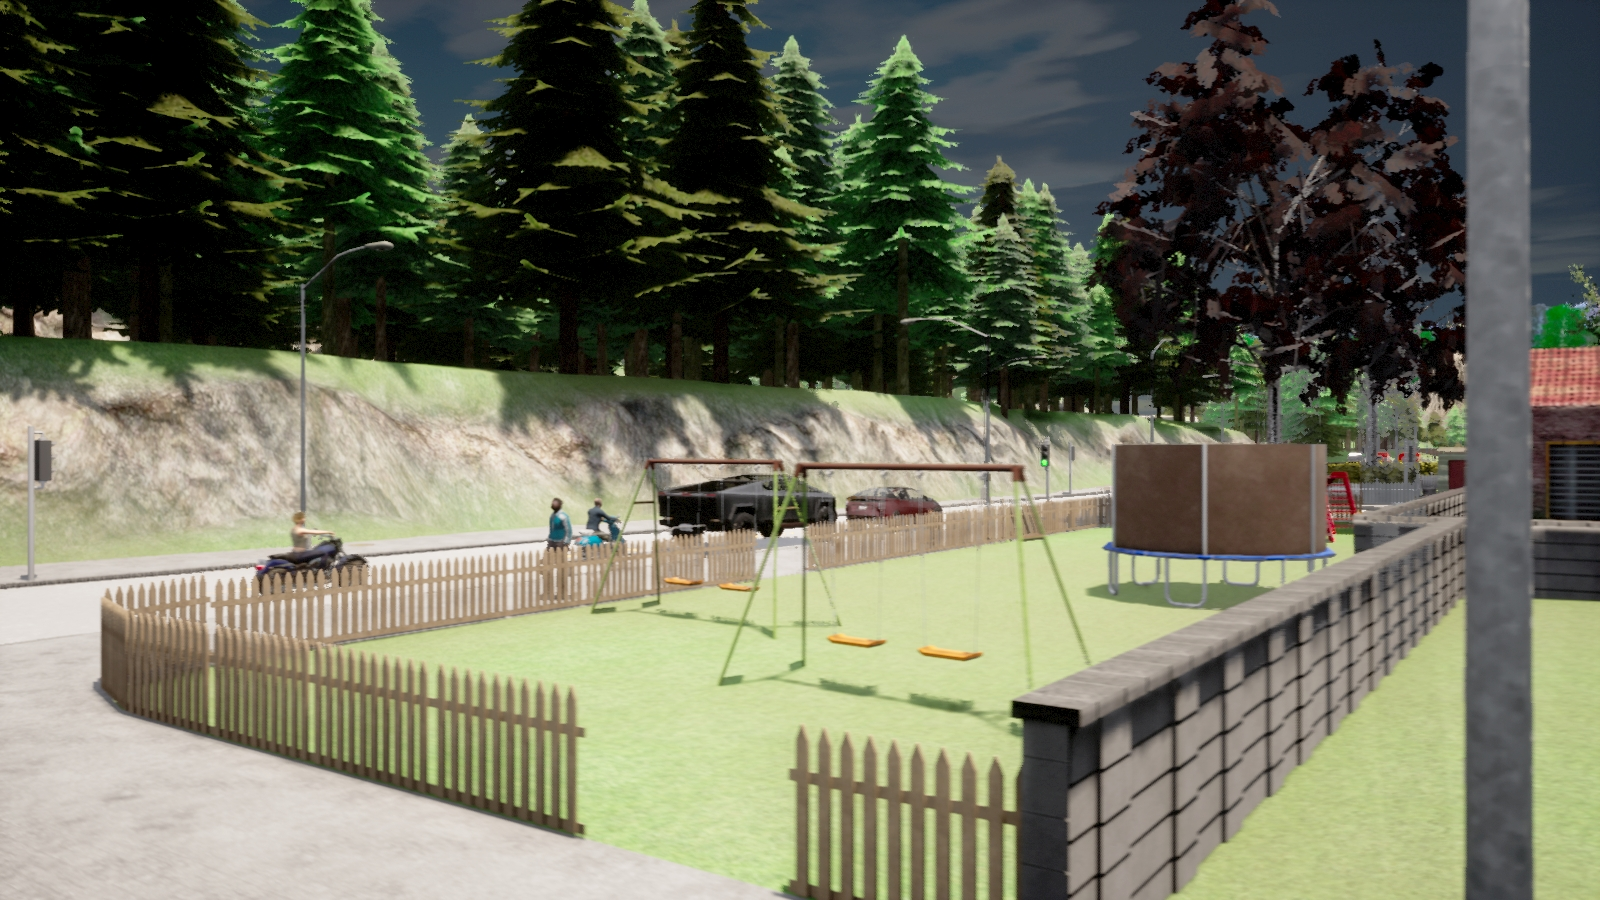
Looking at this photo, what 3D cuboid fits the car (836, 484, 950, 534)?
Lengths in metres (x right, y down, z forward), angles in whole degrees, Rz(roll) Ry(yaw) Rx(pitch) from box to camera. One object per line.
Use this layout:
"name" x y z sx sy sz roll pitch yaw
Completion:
"car" 3.363 2.056 40.577 2.007 1.525 4.514 0 0 35

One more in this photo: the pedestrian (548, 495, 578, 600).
"pedestrian" -4.284 1.758 20.688 0.375 1.860 0.375 0 0 34

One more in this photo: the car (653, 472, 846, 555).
"car" -1.346 1.769 33.821 2.390 2.098 6.274 0 0 35

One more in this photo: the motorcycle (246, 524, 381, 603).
"motorcycle" -9.446 2.171 22.284 0.764 1.307 2.356 0 0 35

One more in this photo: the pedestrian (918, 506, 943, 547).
"pedestrian" 3.663 2.138 32.051 0.500 1.100 0.500 0 0 35

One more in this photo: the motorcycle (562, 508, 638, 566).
"motorcycle" -5.009 2.158 28.695 0.856 1.316 1.805 0 0 35
